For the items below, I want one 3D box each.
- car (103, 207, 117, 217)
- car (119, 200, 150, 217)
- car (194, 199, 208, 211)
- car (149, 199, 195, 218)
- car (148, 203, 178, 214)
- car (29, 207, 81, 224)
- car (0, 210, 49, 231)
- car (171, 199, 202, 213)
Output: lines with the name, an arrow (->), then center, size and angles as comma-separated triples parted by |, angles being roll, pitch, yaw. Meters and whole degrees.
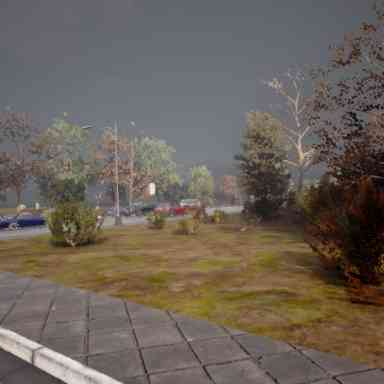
car -> -10.043, 2.615, 44.051 | 1.994, 1.385, 4.181 | -3, -2, 32
car -> -6.472, 2.124, 43.185 | 2.150, 2.045, 5.566 | -3, -2, 32
car -> 0.493, 2.260, 47.320 | 1.882, 1.535, 5.008 | -3, -2, 32
car -> -2.131, 1.916, 36.596 | 2.097, 1.767, 4.553 | -3, -2, 32
car -> -4.583, 2.607, 52.687 | 2.128, 1.511, 4.902 | -3, -2, 32
car -> -14.872, 2.505, 36.420 | 2.128, 1.511, 4.902 | -3, -2, 32
car -> -13.050, 2.278, 26.039 | 1.895, 1.301, 4.718 | -3, -2, 34
car -> -0.798, 2.193, 52.141 | 2.150, 2.045, 5.566 | -3, -2, 33
